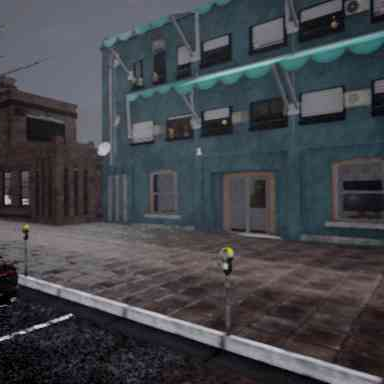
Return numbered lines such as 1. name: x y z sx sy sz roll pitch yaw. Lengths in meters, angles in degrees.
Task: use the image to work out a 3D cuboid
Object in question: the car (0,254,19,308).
1. car: -5.096 1.515 6.521 4.403 1.369 2.008 0 -1 36
